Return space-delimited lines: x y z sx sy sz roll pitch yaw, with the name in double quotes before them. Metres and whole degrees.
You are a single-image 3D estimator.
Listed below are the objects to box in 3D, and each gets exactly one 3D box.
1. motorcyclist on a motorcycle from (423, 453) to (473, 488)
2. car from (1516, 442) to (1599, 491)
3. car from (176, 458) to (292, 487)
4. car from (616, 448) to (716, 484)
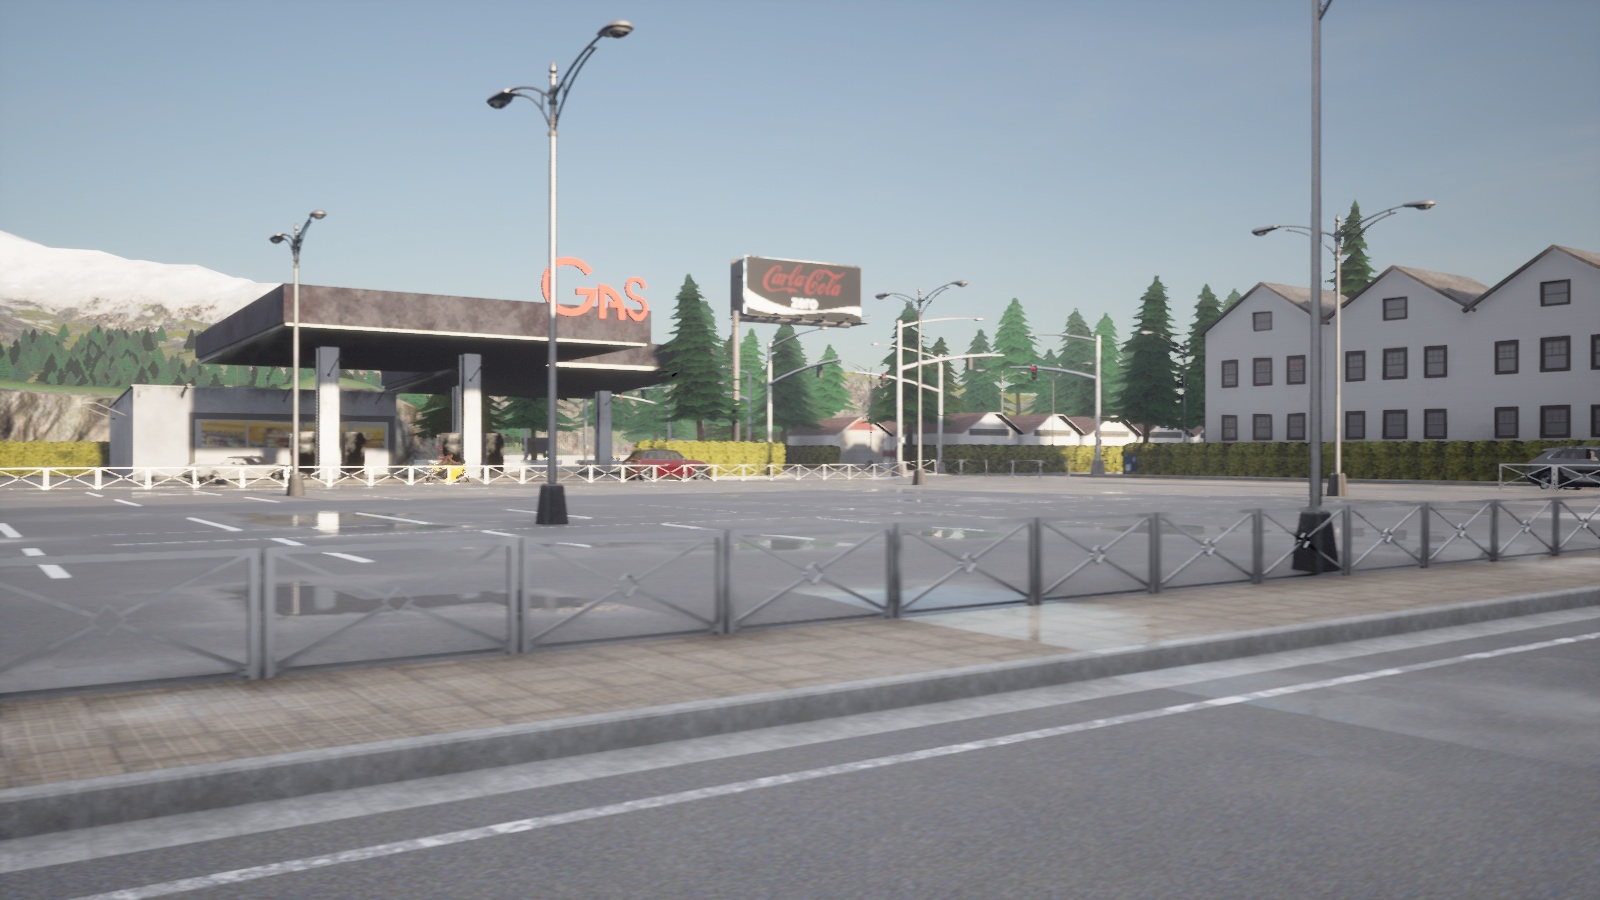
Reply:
"motorcyclist on a motorcycle" -15.918 0.915 56.844 2.044 1.523 0.797 0 0 -35
"car" 27.530 0.546 42.946 2.033 1.649 4.856 0 0 -35
"car" -27.249 1.067 60.549 1.895 1.301 4.718 0 0 41
"car" -6.703 0.788 63.180 4.553 1.767 2.097 0 0 -35
